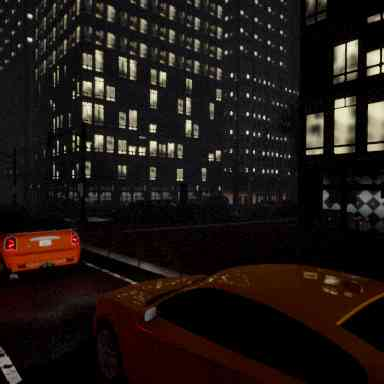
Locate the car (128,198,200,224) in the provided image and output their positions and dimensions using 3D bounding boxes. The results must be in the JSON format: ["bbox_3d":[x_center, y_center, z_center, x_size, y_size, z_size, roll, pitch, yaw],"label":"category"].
[{"bbox_3d":[-2.181,1.523,26.684,5.009,1.841,2.192,1,0,-39],"label":"car"}]

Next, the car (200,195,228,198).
[{"bbox_3d":[1.882,1.423,37.430,5.566,2.045,2.150,1,1,-39],"label":"car"}]

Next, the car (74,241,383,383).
[{"bbox_3d":[0.743,1.476,3.256,1.882,1.535,5.008,0,0,-40],"label":"car"}]

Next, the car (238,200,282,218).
[{"bbox_3d":[6.701,1.832,33.907,4.829,1.417,1.752,1,0,-39],"label":"car"}]

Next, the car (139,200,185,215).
[{"bbox_3d":[-3.228,1.647,36.635,4.829,1.417,1.752,1,0,-39],"label":"car"}]

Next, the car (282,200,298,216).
[{"bbox_3d":[10.945,1.935,37.358,4.206,1.307,1.802,1,0,-39],"label":"car"}]

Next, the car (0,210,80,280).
[{"bbox_3d":[-5.189,1.347,10.304,2.097,1.767,4.553,0,0,-40],"label":"car"}]

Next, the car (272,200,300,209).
[{"bbox_3d":[14.403,1.881,50.969,4.313,1.339,1.947,1,0,-39],"label":"car"}]

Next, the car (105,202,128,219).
[{"bbox_3d":[-5.797,1.642,31.206,4.674,1.442,1.812,1,1,-38],"label":"car"}]

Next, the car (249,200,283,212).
[{"bbox_3d":[9.767,1.814,43.838,4.674,1.442,1.812,1,1,-39],"label":"car"}]

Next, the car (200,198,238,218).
[{"bbox_3d":[1.981,1.709,33.401,5.008,1.535,1.882,1,0,-39],"label":"car"}]
